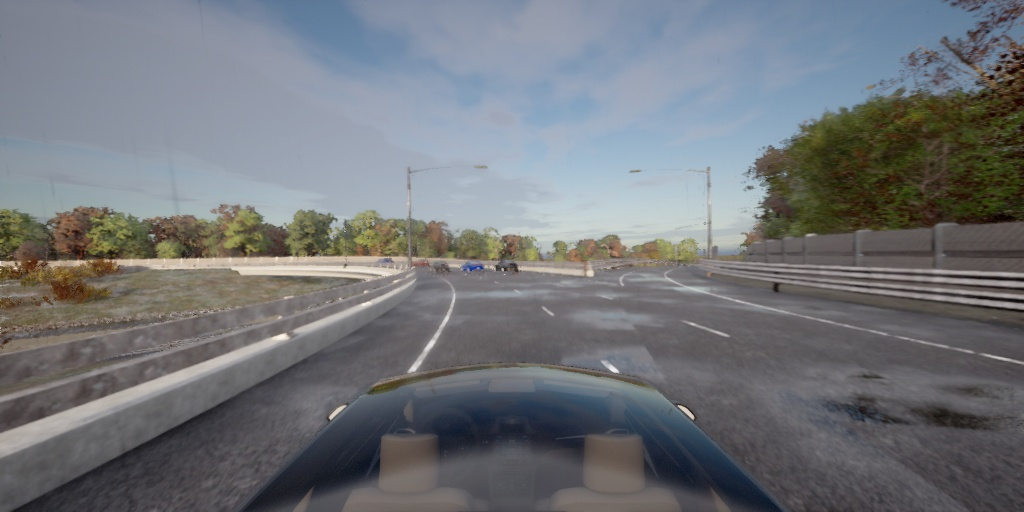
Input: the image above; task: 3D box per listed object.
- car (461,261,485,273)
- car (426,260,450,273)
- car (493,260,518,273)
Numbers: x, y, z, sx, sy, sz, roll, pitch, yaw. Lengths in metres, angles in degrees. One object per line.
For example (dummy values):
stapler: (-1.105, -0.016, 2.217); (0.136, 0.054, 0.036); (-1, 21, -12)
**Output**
car: (-4.902, 1.316, 44.457); (1.882, 1.535, 5.008); (-1, 0, -23)
car: (-9.247, 1.423, 45.740); (1.837, 1.490, 4.892); (0, 0, -24)
car: (-0.780, 1.267, 43.538); (1.837, 1.490, 4.892); (0, 0, -21)
